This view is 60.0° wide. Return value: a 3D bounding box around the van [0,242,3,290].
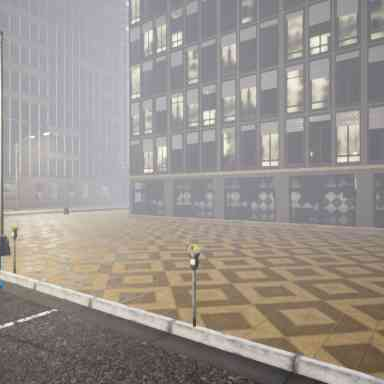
[{"bbox_3d":[-5.649,1.337,7.020,3.998,1.788,1.690,0,0,36],"label":"van"}]
